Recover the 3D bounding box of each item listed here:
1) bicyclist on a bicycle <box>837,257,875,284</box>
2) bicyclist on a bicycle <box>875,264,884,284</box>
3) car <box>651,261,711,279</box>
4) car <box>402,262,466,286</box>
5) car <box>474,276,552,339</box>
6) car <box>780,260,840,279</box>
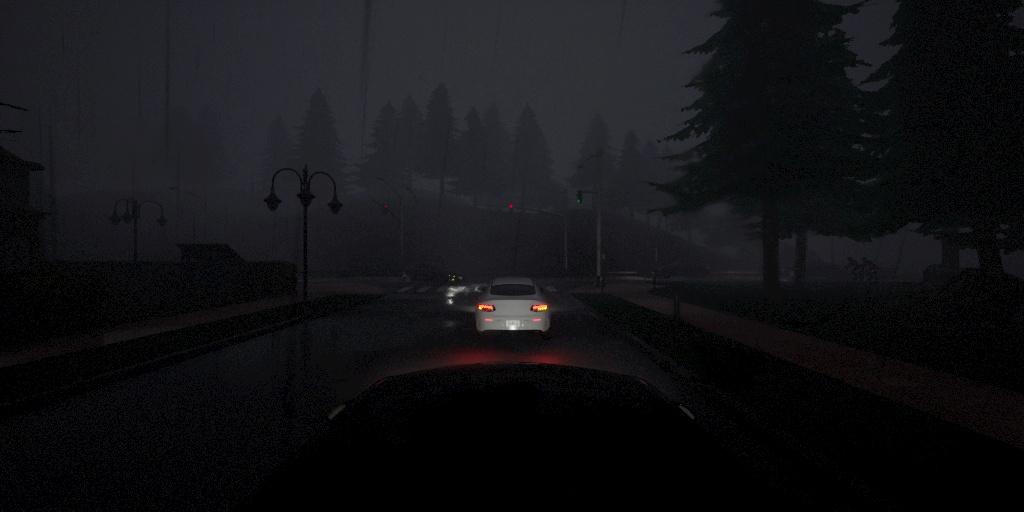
[{"bbox_3d":[21.127,0.891,22.240,0.582,1.620,1.656,0,0,-16],"label":"bicyclist on a bicycle"},{"bbox_3d":[21.774,0.892,21.981,0.582,1.620,1.656,0,0,-14],"label":"bicyclist on a bicycle"},{"bbox_3d":[14.055,1.113,29.889,4.674,1.442,1.812,0,0,-1],"label":"car"},{"bbox_3d":[-5.279,1.160,24.115,4.892,1.490,1.837,0,-1,32],"label":"car"},{"bbox_3d":[0.020,1.276,9.955,1.812,1.442,4.674,0,0,0],"label":"car"},{"bbox_3d":[24.376,1.065,29.928,5.008,1.535,1.882,0,0,0],"label":"car"}]
